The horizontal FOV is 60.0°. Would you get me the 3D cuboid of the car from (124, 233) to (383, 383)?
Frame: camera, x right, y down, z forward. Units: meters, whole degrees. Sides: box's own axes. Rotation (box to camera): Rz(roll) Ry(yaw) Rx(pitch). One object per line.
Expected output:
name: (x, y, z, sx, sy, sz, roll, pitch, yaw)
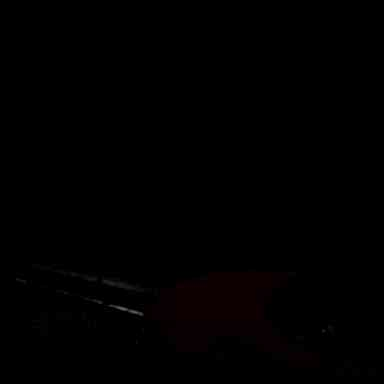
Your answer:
car: (2.037, 1.217, 2.235, 5.566, 2.045, 2.150, -1, 0, 35)
